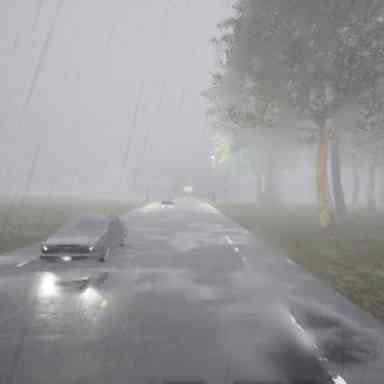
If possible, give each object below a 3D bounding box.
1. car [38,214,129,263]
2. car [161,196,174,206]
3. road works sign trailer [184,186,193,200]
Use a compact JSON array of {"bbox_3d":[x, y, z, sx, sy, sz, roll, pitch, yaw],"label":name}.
[{"bbox_3d":[-3.620,1.535,12.258,2.033,1.411,5.357,0,0,0],"label":"car"},{"bbox_3d":[-3.906,1.418,53.819,2.033,1.411,5.357,0,0,0],"label":"car"},{"bbox_3d":[-0.900,0.252,85.427,2.380,3.560,2.880,0,0,-1],"label":"road works sign trailer"}]
